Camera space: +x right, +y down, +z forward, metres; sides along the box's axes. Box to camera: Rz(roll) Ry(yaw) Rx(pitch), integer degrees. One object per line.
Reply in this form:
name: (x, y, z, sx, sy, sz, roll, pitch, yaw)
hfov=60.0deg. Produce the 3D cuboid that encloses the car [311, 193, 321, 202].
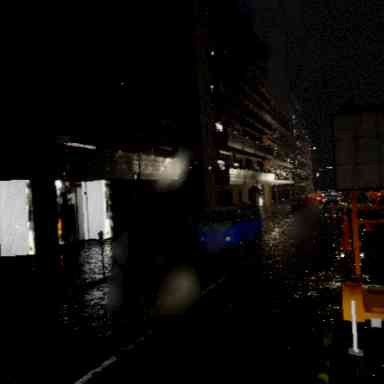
car: (13.637, 1.242, 39.041, 1.887, 1.381, 4.507, -4, -1, 25)

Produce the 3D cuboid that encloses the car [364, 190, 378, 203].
car: (25.519, 0.442, 45.865, 2.192, 1.841, 5.009, -4, -1, 25)

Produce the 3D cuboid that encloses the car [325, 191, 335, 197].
car: (35.261, 0.595, 85.072, 2.008, 1.369, 4.403, -4, -1, 25)

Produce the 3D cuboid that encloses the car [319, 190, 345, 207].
car: (17.233, 0.872, 40.781, 2.097, 1.767, 4.553, -3, -1, 26)

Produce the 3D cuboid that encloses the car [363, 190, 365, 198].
car: (30.353, 0.563, 56.113, 1.802, 1.307, 4.206, -4, -1, 25)

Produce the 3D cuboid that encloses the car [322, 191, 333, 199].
car: (30.448, 0.630, 74.845, 1.967, 1.590, 4.097, -4, -1, 25)

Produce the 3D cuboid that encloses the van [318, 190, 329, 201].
van: (25.637, 0.676, 64.618, 1.690, 1.788, 3.998, -4, -1, 25)

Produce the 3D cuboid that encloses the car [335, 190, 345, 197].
car: (35.190, 0.309, 78.902, 1.882, 1.535, 5.008, -3, -1, 25)

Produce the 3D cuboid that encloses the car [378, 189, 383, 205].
car: (15.887, 0.734, 25.359, 2.192, 1.841, 5.009, -4, -1, 25)

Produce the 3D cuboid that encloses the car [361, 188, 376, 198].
car: (35.152, 0.151, 66.371, 2.192, 1.841, 5.009, -4, -1, 25)

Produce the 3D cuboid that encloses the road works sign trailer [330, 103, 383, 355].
road works sign trailer: (3.618, 0.326, 5.343, 2.380, 3.560, 2.880, -3, -1, 25)

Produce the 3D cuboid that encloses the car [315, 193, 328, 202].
car: (23.174, 0.934, 59.346, 1.752, 1.417, 4.829, -4, -1, 25)

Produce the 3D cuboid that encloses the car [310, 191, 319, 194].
car: (18.427, 0.867, 49.274, 2.192, 1.841, 5.009, -4, -1, 25)

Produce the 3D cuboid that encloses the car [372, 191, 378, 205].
car: (20.721, 0.854, 35.608, 1.802, 1.307, 4.206, -4, -1, 25)

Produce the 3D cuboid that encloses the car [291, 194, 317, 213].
car: (11.234, 1.314, 33.926, 1.887, 1.381, 4.507, -4, -1, 25)

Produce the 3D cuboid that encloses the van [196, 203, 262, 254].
van: (1.611, 1.404, 13.471, 1.690, 1.788, 3.998, -4, -1, 25)
